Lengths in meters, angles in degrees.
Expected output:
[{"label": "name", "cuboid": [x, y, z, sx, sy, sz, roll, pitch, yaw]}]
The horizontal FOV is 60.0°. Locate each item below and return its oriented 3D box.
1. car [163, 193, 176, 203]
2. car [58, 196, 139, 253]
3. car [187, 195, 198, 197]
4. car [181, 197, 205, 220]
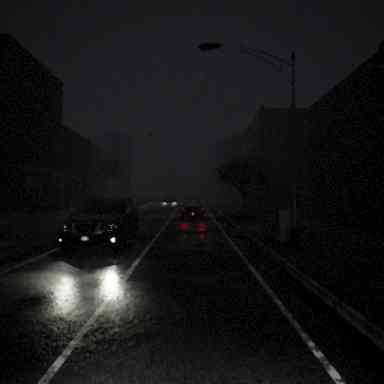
[{"label": "car", "cuboid": [-3.683, 0.916, 55.036, 1.882, 1.535, 5.008, 0, 1, 0]}, {"label": "car", "cuboid": [-3.610, 1.201, 13.949, 2.150, 2.045, 5.566, 0, 0, 0]}, {"label": "car", "cuboid": [0.049, 1.169, 43.571, 2.128, 1.511, 4.902, 0, 1, 0]}, {"label": "car", "cuboid": [0.068, 1.425, 27.268, 1.812, 1.442, 4.674, 0, 0, 0]}]
